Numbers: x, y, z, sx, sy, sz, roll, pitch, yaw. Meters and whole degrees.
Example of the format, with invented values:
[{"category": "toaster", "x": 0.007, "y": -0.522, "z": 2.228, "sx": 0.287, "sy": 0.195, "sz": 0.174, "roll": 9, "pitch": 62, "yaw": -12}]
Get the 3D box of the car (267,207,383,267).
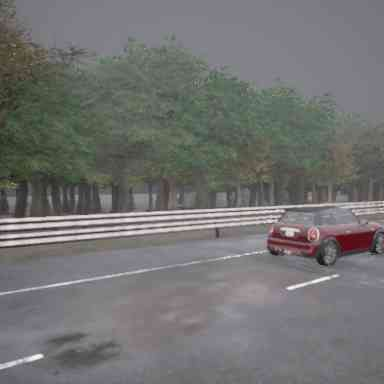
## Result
[{"category": "car", "x": 4.720, "y": 1.281, "z": 11.411, "sx": 4.553, "sy": 1.767, "sz": 2.097, "roll": 0, "pitch": 0, "yaw": -36}]
